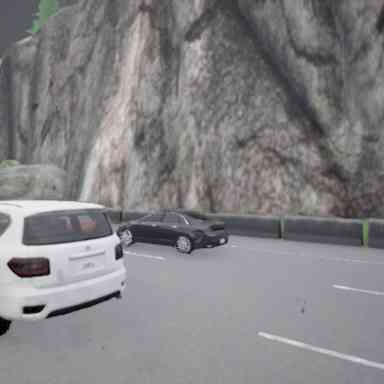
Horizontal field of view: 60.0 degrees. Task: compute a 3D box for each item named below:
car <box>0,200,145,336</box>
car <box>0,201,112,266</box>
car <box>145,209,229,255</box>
[{"bbox_3d":[-3.776,1.180,6.677,5.566,2.045,2.150,1,0,36],"label":"car"},{"bbox_3d":[-5.238,1.278,12.024,4.553,1.767,2.097,1,0,36],"label":"car"},{"bbox_3d":[-0.890,1.456,13.217,4.892,1.490,1.837,1,1,36],"label":"car"}]
